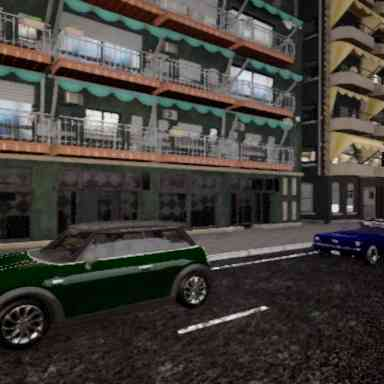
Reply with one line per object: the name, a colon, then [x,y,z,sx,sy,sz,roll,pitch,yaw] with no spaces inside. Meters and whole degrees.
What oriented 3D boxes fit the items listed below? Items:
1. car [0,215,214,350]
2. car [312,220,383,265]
car: [-1.827,1.372,6.361,4.553,1.767,2.097,1,0,-36]
car: [6.556,1.720,12.285,4.718,1.301,1.895,1,0,-35]
